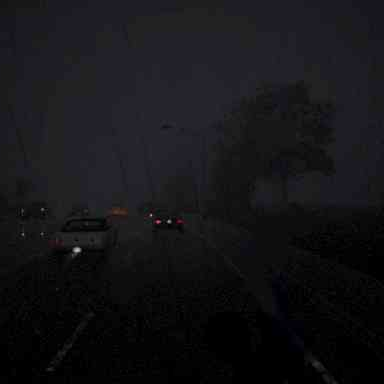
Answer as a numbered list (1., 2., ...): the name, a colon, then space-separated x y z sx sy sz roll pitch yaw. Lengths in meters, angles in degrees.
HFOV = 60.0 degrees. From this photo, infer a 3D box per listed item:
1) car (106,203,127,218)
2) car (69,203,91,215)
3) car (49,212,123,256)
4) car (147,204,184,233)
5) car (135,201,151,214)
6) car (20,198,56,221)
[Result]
1. car: -7.673 1.815 33.897 1.882 1.535 5.008 0 -1 -13
2. car: -11.747 1.877 35.018 1.812 1.442 4.674 0 -1 -15
3. car: -4.228 1.742 13.818 1.895 1.301 4.718 0 -1 -5
4. car: -1.658 1.758 21.354 2.033 1.411 5.357 0 -1 -9
5. car: -5.822 1.893 40.546 2.128 1.511 4.902 0 -1 -15
6. car: -14.403 1.667 31.067 2.097 1.767 4.553 0 -1 -14
